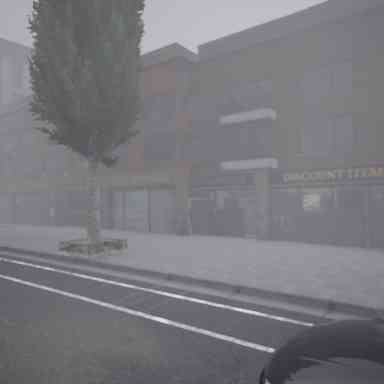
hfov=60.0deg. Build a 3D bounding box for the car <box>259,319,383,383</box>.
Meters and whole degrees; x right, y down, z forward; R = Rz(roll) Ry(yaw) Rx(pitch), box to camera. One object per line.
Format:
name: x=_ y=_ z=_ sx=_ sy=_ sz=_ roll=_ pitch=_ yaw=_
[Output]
car: x=2.736 y=1.477 z=1.733 sx=4.902 sy=1.511 sz=2.128 roll=-1 pitch=0 yaw=36
